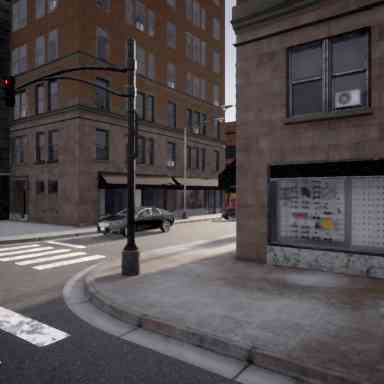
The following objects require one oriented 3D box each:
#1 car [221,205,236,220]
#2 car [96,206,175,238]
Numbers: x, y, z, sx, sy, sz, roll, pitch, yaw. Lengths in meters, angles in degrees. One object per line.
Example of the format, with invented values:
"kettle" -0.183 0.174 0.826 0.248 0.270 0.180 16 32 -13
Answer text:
"car" 4.594 1.667 29.022 2.033 1.411 5.357 0 0 36
"car" -2.982 1.559 18.415 2.128 1.511 4.902 0 0 36
